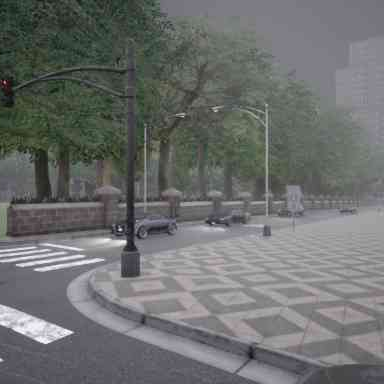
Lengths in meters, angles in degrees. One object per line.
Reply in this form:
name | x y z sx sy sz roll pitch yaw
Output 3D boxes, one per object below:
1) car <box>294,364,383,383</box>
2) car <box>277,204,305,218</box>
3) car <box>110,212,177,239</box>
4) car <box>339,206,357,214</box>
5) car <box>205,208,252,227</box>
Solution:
car | 2.402 1.551 1.248 4.403 1.369 2.008 0 0 36
car | 12.065 2.208 40.390 2.097 1.767 4.553 0 -1 36
car | -2.730 1.888 19.525 1.994 1.385 4.181 0 -1 35
car | 25.182 2.845 53.464 1.895 1.301 4.718 0 -1 36
car | 3.177 2.081 27.877 2.033 1.411 5.357 0 -1 35
